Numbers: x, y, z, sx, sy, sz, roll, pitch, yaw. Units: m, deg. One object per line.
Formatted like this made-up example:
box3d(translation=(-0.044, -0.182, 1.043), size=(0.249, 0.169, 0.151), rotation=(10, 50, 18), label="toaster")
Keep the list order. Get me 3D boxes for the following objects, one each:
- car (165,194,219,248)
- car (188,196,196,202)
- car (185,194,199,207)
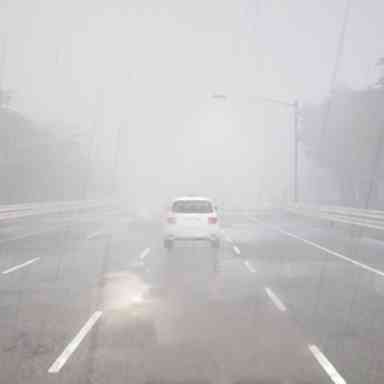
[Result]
box3d(translation=(0.005, 1.244, 15.059), size=(2.150, 2.045, 5.566), rotation=(0, 0, 0), label="car")
box3d(translation=(0.021, 1.699, 82.865), size=(1.994, 1.385, 4.181), rotation=(0, 0, 0), label="car")
box3d(translation=(0.014, 1.301, 53.752), size=(2.150, 2.045, 5.566), rotation=(0, 0, 0), label="car")
